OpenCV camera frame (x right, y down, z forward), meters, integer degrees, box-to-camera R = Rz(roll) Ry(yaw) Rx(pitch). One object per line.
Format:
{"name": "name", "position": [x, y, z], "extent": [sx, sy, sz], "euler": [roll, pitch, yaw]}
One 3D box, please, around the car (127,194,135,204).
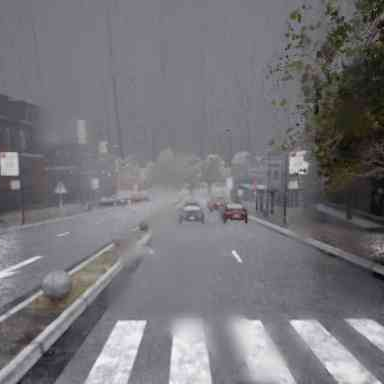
{"name": "car", "position": [-14.368, 1.719, 63.816], "extent": [5.366, 1.575, 1.946], "euler": [-1, 0, -20]}

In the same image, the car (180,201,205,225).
{"name": "car", "position": [0.025, 1.636, 25.247], "extent": [1.812, 1.442, 4.674], "euler": [0, 0, 0]}

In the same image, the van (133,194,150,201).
{"name": "van", "position": [-14.442, 1.595, 94.301], "extent": [4.442, 1.987, 1.878], "euler": [-1, 0, -20]}

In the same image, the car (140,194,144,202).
{"name": "car", "position": [-14.243, 1.760, 76.071], "extent": [4.892, 1.521, 2.231], "euler": [-1, 0, -20]}

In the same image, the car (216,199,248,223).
{"name": "car", "position": [3.244, 1.594, 26.607], "extent": [1.882, 1.535, 5.008], "euler": [0, 0, 0]}

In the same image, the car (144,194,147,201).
{"name": "car", "position": [-14.290, 1.518, 79.102], "extent": [5.566, 2.045, 2.435], "euler": [-1, 0, -20]}

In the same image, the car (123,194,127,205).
{"name": "car", "position": [-14.192, 1.576, 57.779], "extent": [4.553, 1.767, 2.185], "euler": [-1, 0, -20]}

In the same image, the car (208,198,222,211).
{"name": "car", "position": [3.237, 1.543, 43.524], "extent": [2.097, 1.767, 4.553], "euler": [0, 0, 0]}

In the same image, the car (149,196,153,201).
{"name": "car", "position": [-14.295, 1.558, 91.314], "extent": [5.566, 2.045, 2.435], "euler": [-1, 0, -20]}

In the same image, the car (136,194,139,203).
{"name": "car", "position": [-14.191, 1.613, 69.985], "extent": [4.553, 1.767, 2.185], "euler": [-1, 0, -20]}

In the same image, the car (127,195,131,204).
{"name": "car", "position": [-14.207, 1.740, 60.822], "extent": [4.792, 1.488, 2.163], "euler": [-1, 0, -20]}

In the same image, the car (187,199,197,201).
{"name": "car", "position": [-0.012, 1.694, 43.334], "extent": [1.837, 1.490, 4.892], "euler": [0, 0, 0]}

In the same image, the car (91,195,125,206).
{"name": "car", "position": [-14.125, 1.694, 54.736], "extent": [4.892, 1.521, 2.231], "euler": [-1, 0, -20]}

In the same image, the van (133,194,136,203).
{"name": "van", "position": [-14.102, 1.502, 66.978], "extent": [4.442, 1.987, 1.878], "euler": [-1, 0, -20]}

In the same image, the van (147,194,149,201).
{"name": "van", "position": [-14.184, 1.562, 85.252], "extent": [4.442, 1.987, 1.878], "euler": [-1, 0, -20]}
